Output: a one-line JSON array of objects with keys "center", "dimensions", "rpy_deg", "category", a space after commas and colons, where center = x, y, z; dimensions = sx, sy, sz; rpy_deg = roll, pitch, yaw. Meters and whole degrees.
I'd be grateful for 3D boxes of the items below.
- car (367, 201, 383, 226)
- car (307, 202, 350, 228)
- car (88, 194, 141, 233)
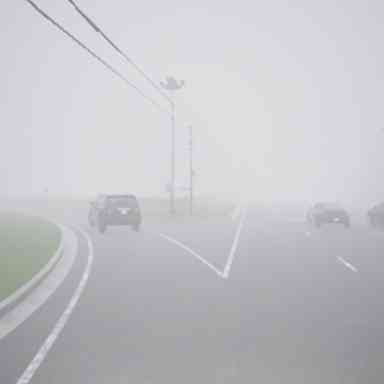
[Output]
[{"center": [11.669, 1.179, 18.906], "dimensions": [2.097, 1.767, 4.553], "rpy_deg": [0, 0, 10], "category": "car"}, {"center": [8.464, 1.355, 20.858], "dimensions": [1.812, 1.442, 4.674], "rpy_deg": [0, 0, 10], "category": "car"}, {"center": [-4.591, 1.121, 19.386], "dimensions": [2.150, 2.045, 5.566], "rpy_deg": [0, 0, -25], "category": "car"}]
